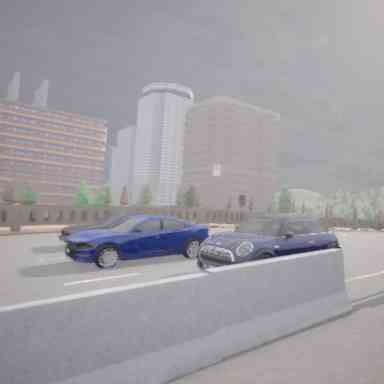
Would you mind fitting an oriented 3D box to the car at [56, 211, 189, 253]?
[{"bbox_3d":[-2.936,1.620,14.752,5.357,1.411,2.033,2,-1,-35],"label":"car"}]

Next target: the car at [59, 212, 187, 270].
[{"bbox_3d":[-1.652,1.529,11.372,5.008,1.535,1.882,2,-1,-35],"label":"car"}]

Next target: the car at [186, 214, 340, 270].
[{"bbox_3d":[2.383,1.466,9.937,4.553,1.767,2.097,2,-1,-35],"label":"car"}]
